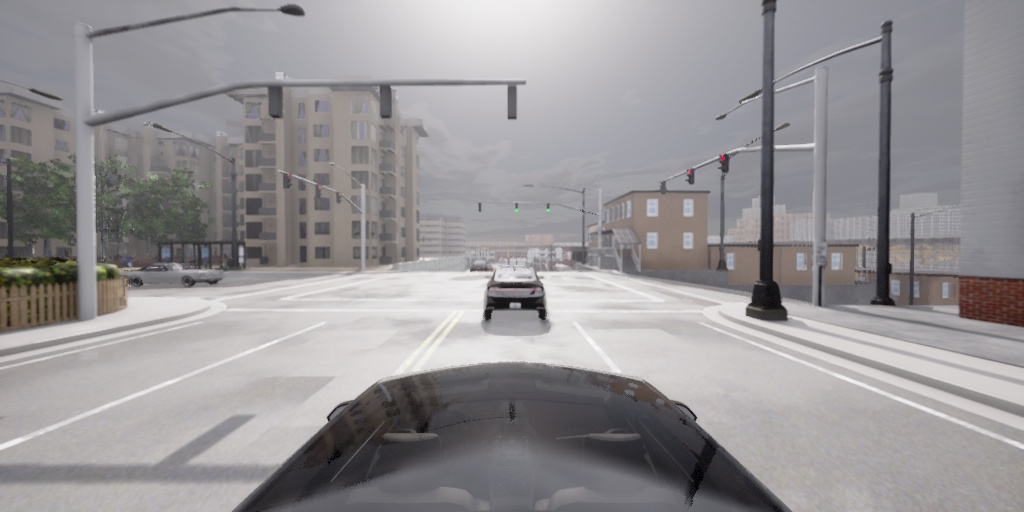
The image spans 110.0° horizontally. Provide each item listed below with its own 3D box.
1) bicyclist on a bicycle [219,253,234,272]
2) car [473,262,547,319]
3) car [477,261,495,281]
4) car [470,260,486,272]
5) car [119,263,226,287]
[{"bbox_3d":[-25.297,0.601,31.783,0.582,1.620,1.656,0,1,1],"label":"bicyclist on a bicycle"},{"bbox_3d":[0.096,1.093,12.066,2.128,1.511,4.902,0,1,0],"label":"car"},{"bbox_3d":[-3.595,2.204,50.454,2.150,2.045,5.566,0,-11,0],"label":"car"},{"bbox_3d":[-3.597,1.187,40.705,1.812,1.442,4.674,0,-4,0],"label":"car"},{"bbox_3d":[-19.472,1.065,20.723,4.718,1.301,1.895,0,1,1],"label":"car"}]
